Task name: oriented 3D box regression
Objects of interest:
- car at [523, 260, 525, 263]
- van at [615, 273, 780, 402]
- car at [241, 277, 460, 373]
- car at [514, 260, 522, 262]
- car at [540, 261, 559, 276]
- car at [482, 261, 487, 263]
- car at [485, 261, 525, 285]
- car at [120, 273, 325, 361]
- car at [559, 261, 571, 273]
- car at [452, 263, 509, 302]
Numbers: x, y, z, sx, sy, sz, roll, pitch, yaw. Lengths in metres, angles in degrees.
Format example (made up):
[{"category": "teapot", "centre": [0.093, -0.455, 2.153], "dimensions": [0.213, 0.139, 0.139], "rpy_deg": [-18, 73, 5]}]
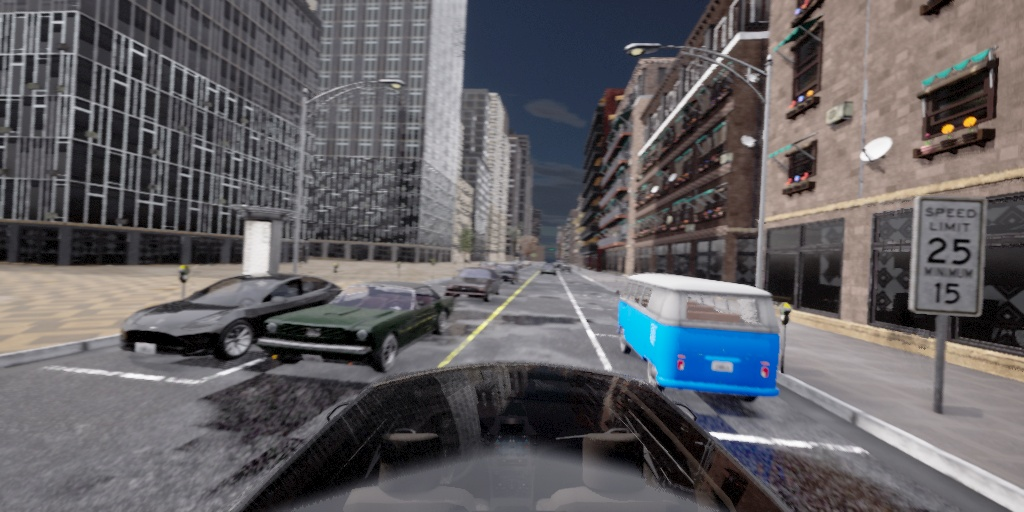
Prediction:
[{"category": "car", "centre": [0.652, 1.443, 62.584], "dimensions": [1.967, 1.591, 4.097], "rpy_deg": [0, 0, 6]}, {"category": "van", "centre": [2.998, 1.269, 6.676], "dimensions": [1.690, 1.789, 3.998], "rpy_deg": [0, 0, 6]}, {"category": "car", "centre": [-2.697, 1.221, 7.481], "dimensions": [1.895, 1.301, 4.718], "rpy_deg": [3, 0, 6]}, {"category": "car", "centre": [0.055, 1.499, 57.084], "dimensions": [2.007, 1.370, 4.403], "rpy_deg": [0, 0, 6]}, {"category": "car", "centre": [4.519, 1.705, 44.373], "dimensions": [1.994, 1.385, 4.181], "rpy_deg": [3, 0, 7]}, {"category": "car", "centre": [-2.335, 1.174, 35.083], "dimensions": [1.967, 1.591, 4.097], "rpy_deg": [0, 0, 6]}, {"category": "car", "centre": [-0.490, 1.354, 27.701], "dimensions": [2.033, 1.411, 5.357], "rpy_deg": [3, 0, 6]}, {"category": "car", "centre": [-5.322, 1.044, 7.584], "dimensions": [1.948, 1.339, 4.313], "rpy_deg": [0, 0, 6]}, {"category": "car", "centre": [8.374, 1.948, 56.175], "dimensions": [2.007, 1.370, 4.403], "rpy_deg": [0, 0, 6]}, {"category": "car", "centre": [-1.634, 1.256, 17.211], "dimensions": [2.033, 1.411, 5.357], "rpy_deg": [3, 0, 6]}]
